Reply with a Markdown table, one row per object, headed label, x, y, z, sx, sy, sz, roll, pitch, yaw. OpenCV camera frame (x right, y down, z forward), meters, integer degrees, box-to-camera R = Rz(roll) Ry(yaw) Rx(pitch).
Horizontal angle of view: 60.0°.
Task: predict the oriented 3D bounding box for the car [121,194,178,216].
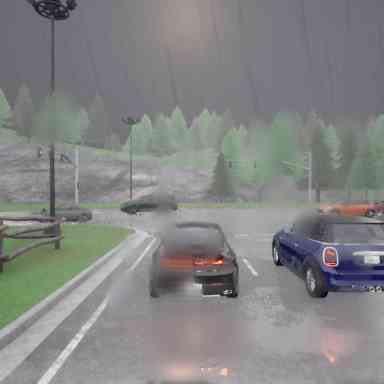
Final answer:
| label | x | y | z | sx | sy | sz | roll | pitch | yaw |
| --- | --- | --- | --- | --- | --- | --- | --- | --- | --- |
| car | -4.104 | 1.223 | 32.372 | 5.566 | 2.045 | 2.150 | 0 | 0 | -12 |

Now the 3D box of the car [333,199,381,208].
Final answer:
| label | x | y | z | sx | sy | sz | roll | pitch | yaw |
| --- | --- | --- | --- | --- | --- | --- | --- | --- | --- |
| car | 12.909 | 1.352 | 28.074 | 4.553 | 1.767 | 2.097 | 0 | 0 | -6 |

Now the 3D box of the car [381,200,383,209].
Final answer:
| label | x | y | z | sx | sy | sz | roll | pitch | yaw |
| --- | --- | --- | --- | --- | --- | --- | --- | --- | --- |
| car | 19.715 | 1.564 | 35.662 | 4.181 | 1.385 | 1.994 | 0 | 0 | -3 |

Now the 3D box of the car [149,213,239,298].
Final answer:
| label | x | y | z | sx | sy | sz | roll | pitch | yaw |
| --- | --- | --- | --- | --- | --- | --- | --- | --- | --- |
| car | 0.051 | 1.505 | 8.502 | 1.837 | 1.490 | 4.892 | 0 | 0 | 0 |

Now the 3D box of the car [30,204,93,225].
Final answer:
| label | x | y | z | sx | sy | sz | roll | pitch | yaw |
| --- | --- | --- | --- | --- | --- | --- | --- | --- | --- |
| car | -9.263 | 1.564 | 23.855 | 4.181 | 1.385 | 1.994 | 0 | 0 | -15 |

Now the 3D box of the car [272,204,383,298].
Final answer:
| label | x | y | z | sx | sy | sz | roll | pitch | yaw |
| --- | --- | --- | --- | --- | --- | --- | --- | --- | --- |
| car | 3.552 | 1.352 | 8.667 | 2.097 | 1.767 | 4.553 | 0 | 0 | 0 |
